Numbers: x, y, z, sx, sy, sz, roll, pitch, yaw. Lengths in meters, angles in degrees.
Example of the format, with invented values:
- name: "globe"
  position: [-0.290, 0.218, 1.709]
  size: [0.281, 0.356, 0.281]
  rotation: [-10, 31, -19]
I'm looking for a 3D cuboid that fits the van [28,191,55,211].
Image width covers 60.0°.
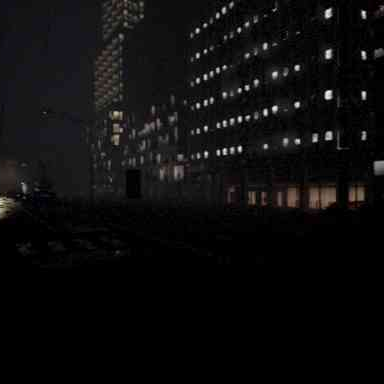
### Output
- name: "van"
  position: [-12.688, 0.841, 28.520]
  size: [1.690, 1.788, 3.998]
  rotation: [-1, 1, -31]

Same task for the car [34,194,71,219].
- name: "car"
  position: [-9.902, 1.101, 23.920]
  size: [1.752, 1.417, 4.829]
  rotation: [-1, 1, -31]

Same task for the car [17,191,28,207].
- name: "car"
  position: [-18.438, 0.893, 38.020]
  size: [2.008, 1.369, 4.403]
  rotation: [-1, 1, -31]

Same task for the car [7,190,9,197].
- name: "car"
  position: [-32.898, 0.473, 61.906]
  size: [1.752, 1.417, 4.829]
  rotation: [-1, 1, -31]

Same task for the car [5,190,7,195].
- name: "car"
  position: [-38.560, 0.360, 71.257]
  size: [1.947, 1.339, 4.313]
  rotation: [-1, 1, -31]

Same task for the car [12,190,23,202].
- name: "car"
  position: [-24.186, 0.752, 47.516]
  size: [1.947, 1.339, 4.313]
  rotation: [-1, 1, -31]

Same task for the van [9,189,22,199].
- name: "van"
  position: [-29.935, 0.370, 57.009]
  size: [1.690, 1.788, 3.998]
  rotation: [-1, 1, -31]
